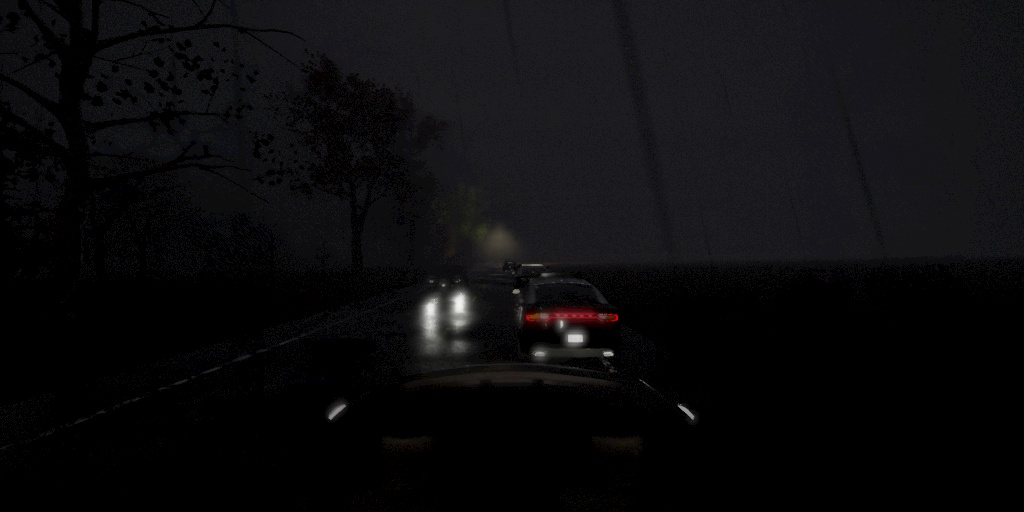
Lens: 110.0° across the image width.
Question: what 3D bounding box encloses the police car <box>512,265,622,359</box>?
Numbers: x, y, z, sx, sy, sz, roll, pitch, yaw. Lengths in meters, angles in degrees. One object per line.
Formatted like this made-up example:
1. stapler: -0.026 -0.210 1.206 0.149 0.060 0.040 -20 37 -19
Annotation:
1. police car: 1.059 1.176 8.582 1.930 1.638 5.238 0 0 0

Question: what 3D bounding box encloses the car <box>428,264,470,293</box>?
1. car: -3.532 1.261 20.841 1.837 1.490 4.892 0 0 0

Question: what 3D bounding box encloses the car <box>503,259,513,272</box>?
1. car: -0.237 1.345 47.185 1.994 1.385 4.181 0 0 0

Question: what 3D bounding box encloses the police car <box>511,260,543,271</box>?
1. police car: 1.037 1.181 18.592 1.930 1.638 5.238 0 0 0
